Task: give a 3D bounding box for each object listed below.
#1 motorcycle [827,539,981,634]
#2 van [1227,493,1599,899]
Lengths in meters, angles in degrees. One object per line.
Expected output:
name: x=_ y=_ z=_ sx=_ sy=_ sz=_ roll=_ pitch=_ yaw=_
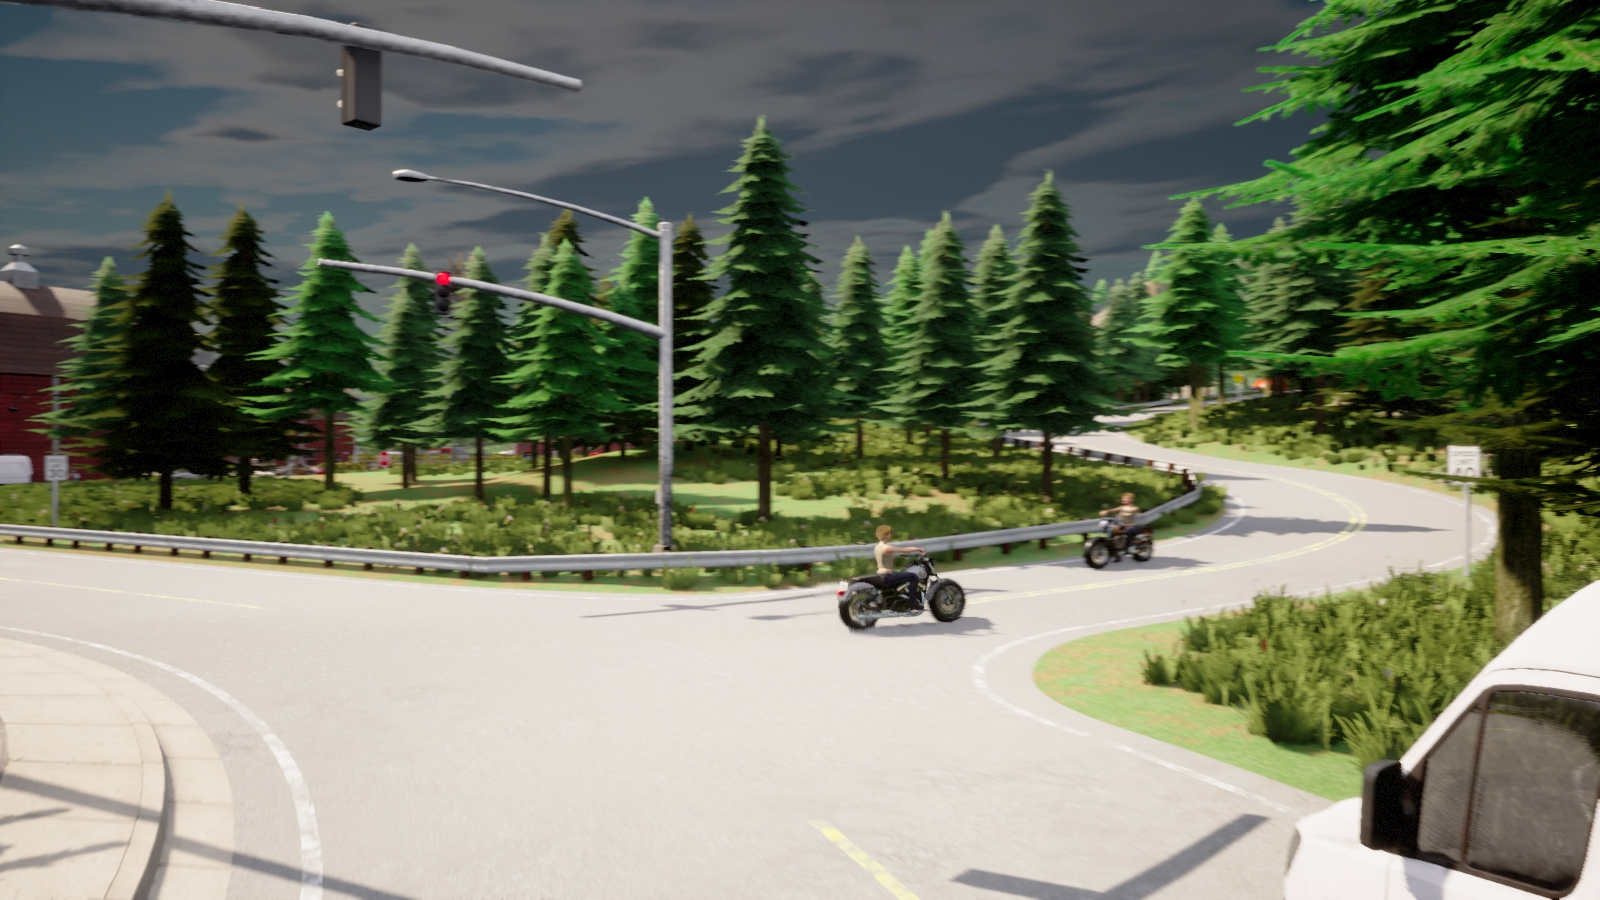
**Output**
motorcycle: x=1.660 y=2.134 z=18.151 sx=2.356 sy=1.307 sz=0.764 roll=0 pitch=-2 yaw=-27
van: x=3.302 y=1.501 z=2.767 sx=1.988 sy=2.561 sz=5.915 roll=0 pitch=0 yaw=-4
